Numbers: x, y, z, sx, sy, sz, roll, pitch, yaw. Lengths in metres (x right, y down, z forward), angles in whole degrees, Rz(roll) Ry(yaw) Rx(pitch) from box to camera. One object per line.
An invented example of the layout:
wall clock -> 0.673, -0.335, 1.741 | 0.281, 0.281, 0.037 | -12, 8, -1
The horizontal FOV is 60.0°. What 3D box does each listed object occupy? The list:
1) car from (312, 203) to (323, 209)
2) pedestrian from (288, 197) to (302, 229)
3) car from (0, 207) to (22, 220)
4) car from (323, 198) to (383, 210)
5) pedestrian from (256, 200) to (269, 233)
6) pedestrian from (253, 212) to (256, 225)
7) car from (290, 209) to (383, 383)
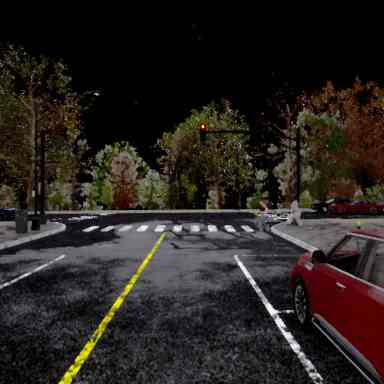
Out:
car -> 15.241, 1.397, 35.151 | 4.892, 1.490, 1.837 | -2, -1, 1
pedestrian -> 5.840, 1.139, 18.850 | 0.375, 1.860, 0.375 | 1, -1, 0
car -> -17.614, 1.744, 29.241 | 4.718, 1.301, 1.895 | -1, -1, 1
car -> 15.587, 1.450, 31.889 | 4.718, 1.301, 1.895 | -1, -1, 1
pedestrian -> 3.877, 1.294, 18.250 | 0.375, 1.860, 0.375 | 1, -1, 0
pedestrian -> 3.841, 1.674, 19.445 | 0.500, 1.100, 0.500 | 1, -1, 0
car -> 2.720, 1.315, 3.837 | 2.192, 1.841, 5.009 | 1, 0, 0
